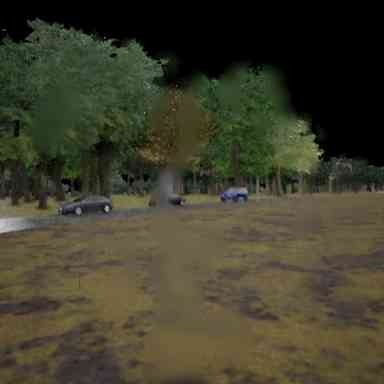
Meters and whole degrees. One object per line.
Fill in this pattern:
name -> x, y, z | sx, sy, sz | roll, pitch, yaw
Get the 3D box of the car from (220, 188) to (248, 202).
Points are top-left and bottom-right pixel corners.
car -> 6.330, 0.406, 49.089 | 2.150, 2.045, 5.566 | -2, 0, 36

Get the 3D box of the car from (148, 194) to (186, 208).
car -> -2.670, 0.893, 36.404 | 1.882, 1.535, 5.008 | -2, -1, 35

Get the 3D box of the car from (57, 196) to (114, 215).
car -> -8.790, 1.087, 27.753 | 1.837, 1.490, 4.892 | -2, 0, 35
